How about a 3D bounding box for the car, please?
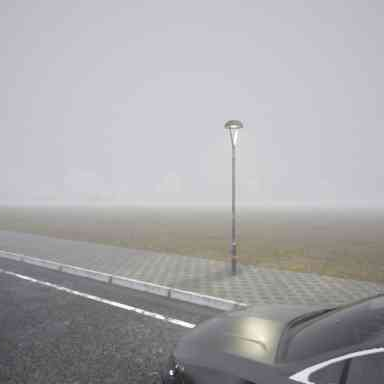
[{"bbox_3d":[1.965,1.504,2.304,4.892,1.490,1.837,0,0,36],"label":"car"}]
